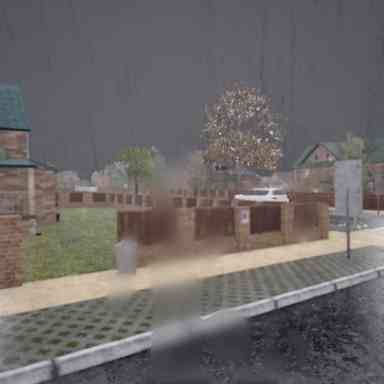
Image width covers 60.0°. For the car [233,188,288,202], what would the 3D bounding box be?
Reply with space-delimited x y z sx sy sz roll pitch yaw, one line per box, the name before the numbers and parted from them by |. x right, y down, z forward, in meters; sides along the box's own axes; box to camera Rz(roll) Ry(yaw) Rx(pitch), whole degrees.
car | 6.094 0.661 30.165 2.150 2.045 5.566 -2 2 -35

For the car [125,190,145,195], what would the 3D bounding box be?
car | -8.961 0.414 51.981 2.128 1.511 4.902 -2 2 -34
